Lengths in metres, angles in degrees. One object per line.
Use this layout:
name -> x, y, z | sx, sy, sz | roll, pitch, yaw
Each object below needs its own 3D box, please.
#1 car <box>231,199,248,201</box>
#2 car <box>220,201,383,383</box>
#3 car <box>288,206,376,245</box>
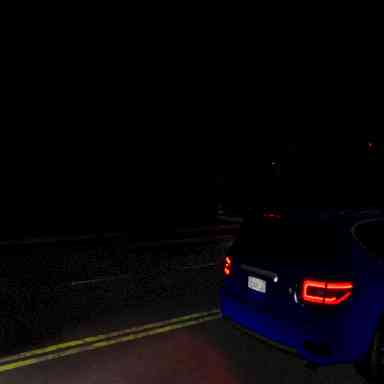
car -> 5.154, 1.477, 33.688 | 1.882, 1.535, 5.008 | 0, 0, -31
car -> 3.043, 1.221, 5.526 | 5.566, 2.045, 2.150 | 0, 0, -33
car -> 6.910, 1.526, 16.163 | 4.674, 1.442, 1.812 | 0, 1, -37
